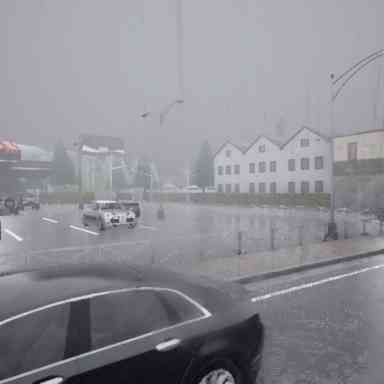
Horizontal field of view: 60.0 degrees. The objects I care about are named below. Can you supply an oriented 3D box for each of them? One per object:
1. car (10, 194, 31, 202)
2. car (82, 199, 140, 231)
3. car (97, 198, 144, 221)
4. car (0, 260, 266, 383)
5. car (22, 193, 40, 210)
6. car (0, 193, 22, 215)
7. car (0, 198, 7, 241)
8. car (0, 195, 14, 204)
[{"bbox_3d":[-38.133,1.328,73.804,3.866,1.878,1.905,0,0,-36],"label":"car"},{"bbox_3d":[-4.608,1.248,18.379,1.970,1.475,3.806,0,0,-36],"label":"car"},{"bbox_3d":[-5.720,1.313,26.245,2.007,1.523,4.514,0,0,-36],"label":"car"},{"bbox_3d":[-1.451,1.505,2.958,4.892,1.490,1.837,0,0,-35],"label":"car"},{"bbox_3d":[-19.077,1.092,38.678,1.905,1.878,3.866,0,0,-36],"label":"car"},{"bbox_3d":[-17.184,1.113,30.364,1.932,1.855,4.605,0,0,-36],"label":"car"},{"bbox_3d":[-9.645,1.169,14.389,2.152,1.636,5.027,0,0,-36],"label":"car"},{"bbox_3d":[-38.377,1.495,66.676,4.611,1.667,2.242,0,0,-36],"label":"car"}]
